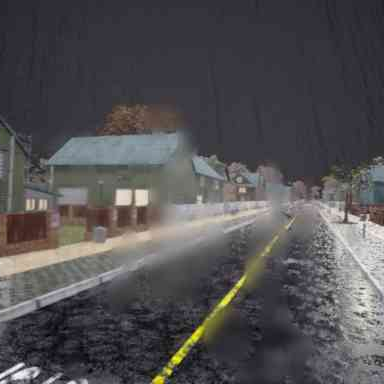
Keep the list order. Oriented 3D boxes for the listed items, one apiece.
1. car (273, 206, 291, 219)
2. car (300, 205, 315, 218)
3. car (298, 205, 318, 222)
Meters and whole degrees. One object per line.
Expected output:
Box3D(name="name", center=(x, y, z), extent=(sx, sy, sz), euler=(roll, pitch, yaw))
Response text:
Box3D(name="car", center=(10.751, 2.318, 39.390), extent=(2.033, 1.411, 5.357), euler=(1, -1, 20))
Box3D(name="car", center=(15.092, 2.460, 43.375), extent=(1.812, 1.442, 4.674), euler=(1, -1, 20))
Box3D(name="car", center=(11.851, 2.284, 34.125), extent=(2.033, 1.411, 5.357), euler=(1, -1, 20))
